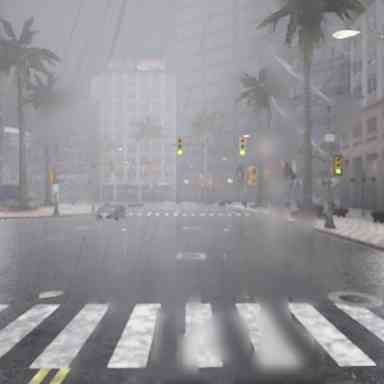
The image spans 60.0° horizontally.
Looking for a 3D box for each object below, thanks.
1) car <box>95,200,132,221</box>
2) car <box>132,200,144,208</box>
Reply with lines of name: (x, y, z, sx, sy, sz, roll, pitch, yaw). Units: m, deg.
car: (-7.043, 1.717, 29.187, 2.128, 1.511, 4.902, 0, 0, 0)
car: (-9.528, 2.038, 56.972, 1.895, 1.301, 4.718, 0, 0, -23)
